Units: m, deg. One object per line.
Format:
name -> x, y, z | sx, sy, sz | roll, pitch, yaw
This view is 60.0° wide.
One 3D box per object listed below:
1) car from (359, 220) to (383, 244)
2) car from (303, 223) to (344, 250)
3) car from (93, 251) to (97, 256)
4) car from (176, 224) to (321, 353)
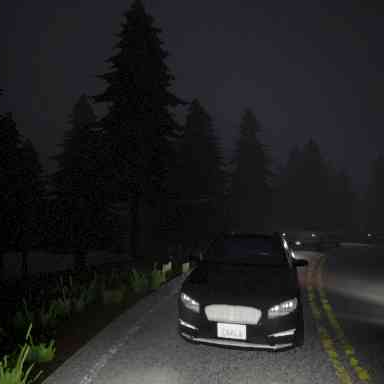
car -> 15.818, 3.223, 26.448 | 5.566, 2.045, 2.150 | 8, -8, -28
car -> 6.489, 2.307, 17.682 | 1.895, 1.301, 4.718 | -3, -6, 39
car -> -20.282, 13.650, 72.959 | 4.181, 1.381, 1.994 | -2, -5, 31
car -> 1.131, 1.561, 6.596 | 2.128, 1.511, 4.902 | -1, -2, 15
